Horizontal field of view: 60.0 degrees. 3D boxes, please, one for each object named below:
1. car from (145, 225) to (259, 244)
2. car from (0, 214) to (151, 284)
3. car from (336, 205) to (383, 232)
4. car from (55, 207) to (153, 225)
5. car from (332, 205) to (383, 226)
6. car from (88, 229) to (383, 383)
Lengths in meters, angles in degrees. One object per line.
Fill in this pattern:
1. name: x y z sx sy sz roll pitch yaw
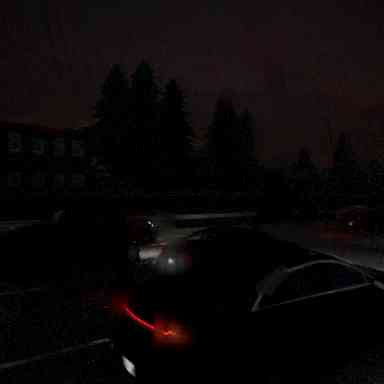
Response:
1. car: 1.156 1.619 8.873 4.181 1.385 1.994 1 0 -36
2. car: -3.786 1.547 9.645 4.674 1.442 1.812 1 0 -36
3. car: 10.949 1.665 20.161 5.008 1.535 1.882 1 0 -36
4. car: -3.745 1.397 13.975 4.553 1.767 2.097 1 0 -36
5. car: 13.130 1.761 26.035 4.674 1.442 1.812 1 0 -36
6. car: 1.345 1.525 4.707 4.902 1.511 2.128 1 0 -36
